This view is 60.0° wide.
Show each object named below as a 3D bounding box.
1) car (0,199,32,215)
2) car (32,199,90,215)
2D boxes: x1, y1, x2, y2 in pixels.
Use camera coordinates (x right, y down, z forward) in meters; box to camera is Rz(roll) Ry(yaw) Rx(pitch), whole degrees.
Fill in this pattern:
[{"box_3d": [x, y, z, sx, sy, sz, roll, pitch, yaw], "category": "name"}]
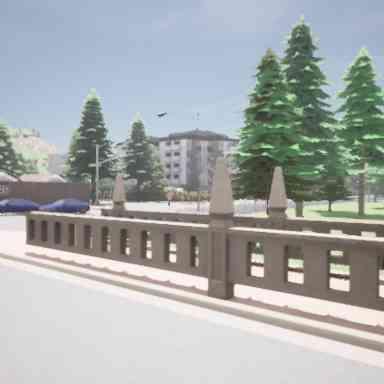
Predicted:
[{"box_3d": [-16.182, 1.352, 29.782, 1.812, 1.442, 4.674, 0, 0, 38], "category": "car"}, {"box_3d": [-11.487, 1.375, 30.140, 1.812, 1.442, 4.674, 0, 0, 38], "category": "car"}]
